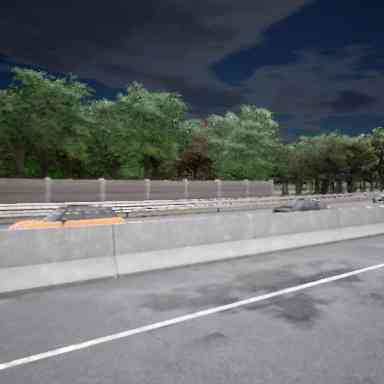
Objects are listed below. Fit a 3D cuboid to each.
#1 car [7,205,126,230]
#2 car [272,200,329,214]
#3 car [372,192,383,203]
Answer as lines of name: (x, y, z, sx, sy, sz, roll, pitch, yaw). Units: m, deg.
car: (-4.937, 1.345, 13.340, 4.553, 1.767, 2.097, 0, 0, -35)
car: (8.981, 1.357, 27.288, 5.357, 1.411, 2.033, -1, 1, -34)
car: (27.455, 0.747, 47.174, 4.902, 1.511, 2.128, -2, 1, -36)
